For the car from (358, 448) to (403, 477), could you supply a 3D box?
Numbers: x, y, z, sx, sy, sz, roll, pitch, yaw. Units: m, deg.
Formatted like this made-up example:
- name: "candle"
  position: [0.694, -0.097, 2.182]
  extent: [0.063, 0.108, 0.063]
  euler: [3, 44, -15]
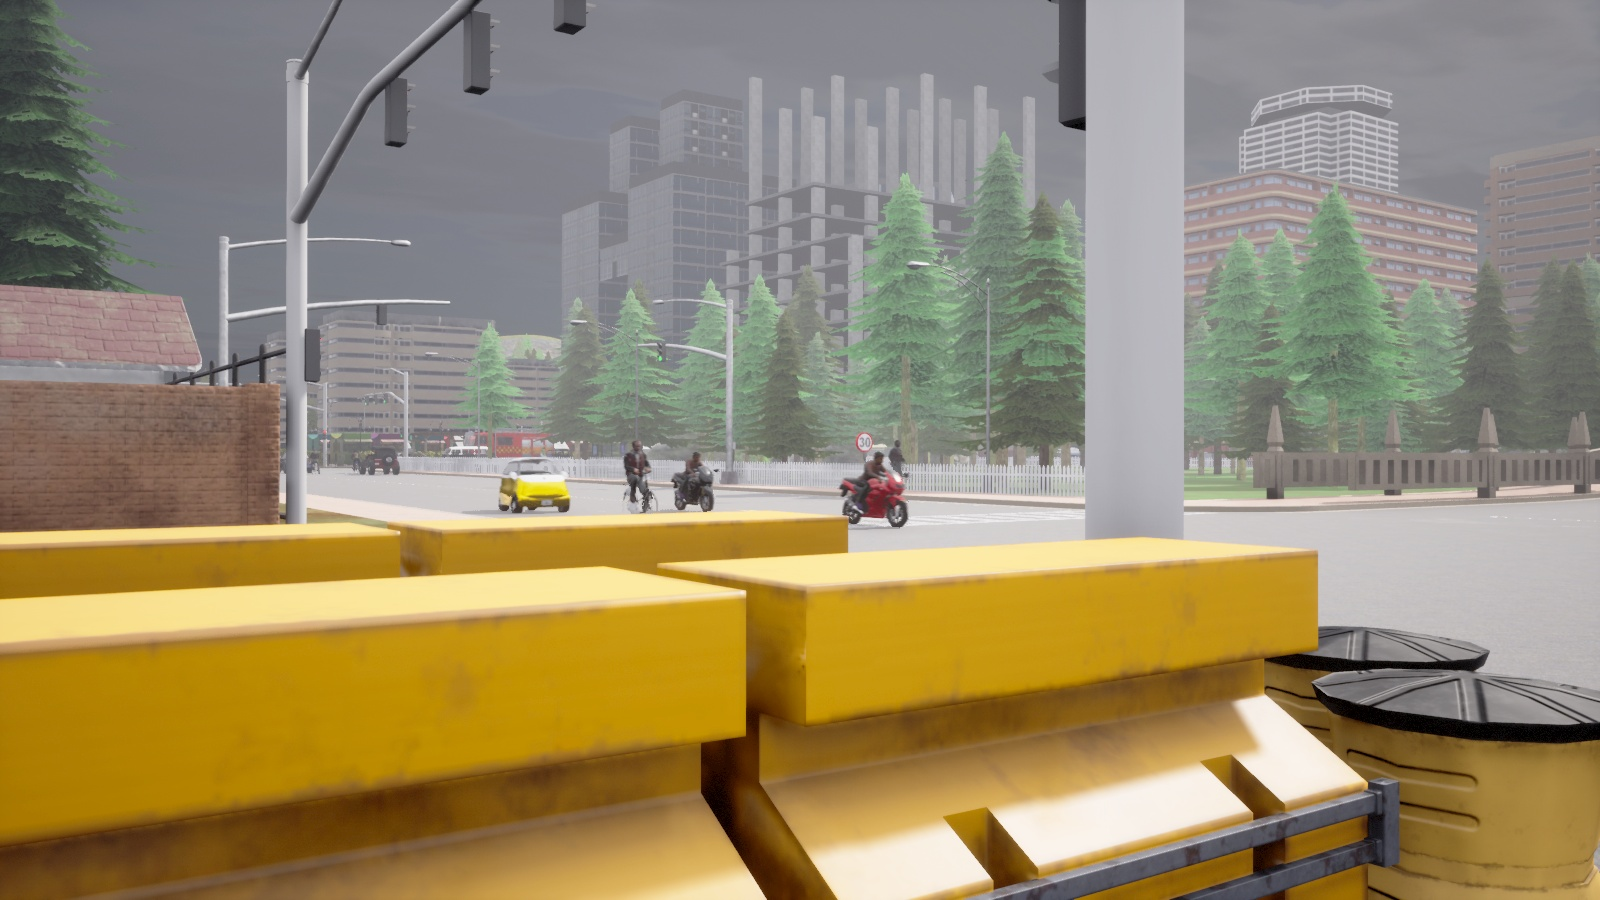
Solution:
- name: "car"
  position: [-27.683, 0.802, 82.736]
  extent: [1.905, 1.878, 3.866]
  euler: [0, 0, -33]

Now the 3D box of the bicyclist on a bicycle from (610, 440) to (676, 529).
- name: "bicyclist on a bicycle"
  position: [-3.243, 0.686, 25.815]
  extent: [0.659, 1.776, 1.843]
  euler: [0, 0, -31]

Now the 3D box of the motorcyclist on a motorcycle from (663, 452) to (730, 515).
- name: "motorcyclist on a motorcycle"
  position: [-2.615, 0.809, 31.430]
  extent: [0.797, 1.523, 2.044]
  euler: [0, 0, -33]

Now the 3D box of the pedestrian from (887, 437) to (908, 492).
- name: "pedestrian"
  position: [3.404, 0.503, 43.830]
  extent: [0.402, 1.930, 0.666]
  euler: [0, 0, -39]

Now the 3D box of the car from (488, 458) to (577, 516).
- name: "car"
  position: [-6.682, 0.890, 31.261]
  extent: [1.481, 1.376, 2.207]
  euler: [0, -1, -33]

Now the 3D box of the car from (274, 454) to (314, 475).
- name: "car"
  position: [-35.762, 1.003, 88.727]
  extent: [1.970, 1.475, 3.806]
  euler: [0, 0, -33]

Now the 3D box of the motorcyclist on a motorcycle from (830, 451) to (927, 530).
- name: "motorcyclist on a motorcycle"
  position: [1.566, 0.786, 25.350]
  extent: [0.797, 1.523, 2.044]
  euler: [1, -1, -37]
